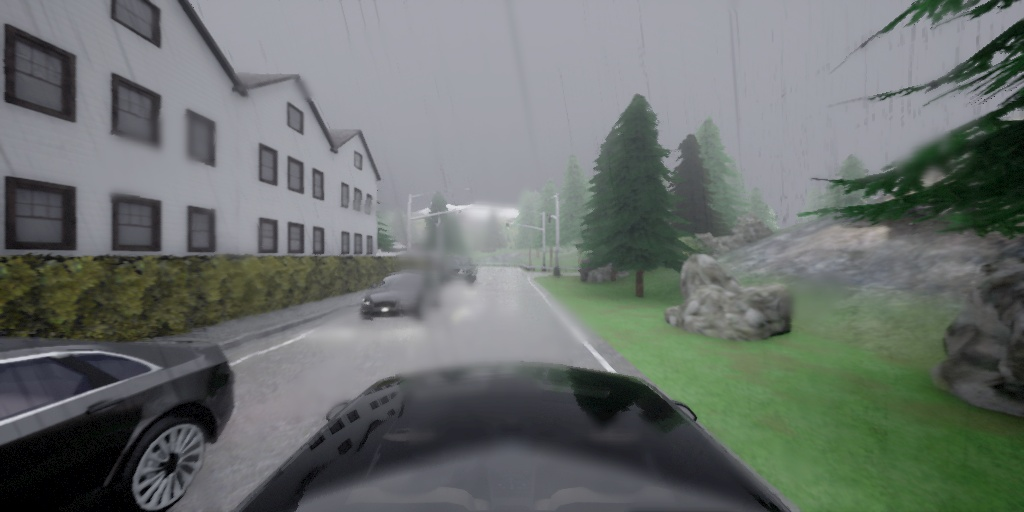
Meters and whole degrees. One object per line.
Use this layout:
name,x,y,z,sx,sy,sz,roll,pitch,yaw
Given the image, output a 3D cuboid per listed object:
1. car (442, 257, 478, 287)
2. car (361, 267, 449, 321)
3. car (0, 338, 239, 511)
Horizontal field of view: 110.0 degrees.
car,-3.732,1.060,26.113,2.150,2.045,5.566,0,0,-1
car,-3.686,1.309,12.767,1.837,1.490,4.892,0,0,-1
car,-3.581,1.262,1.454,2.128,1.511,4.902,0,0,-1
